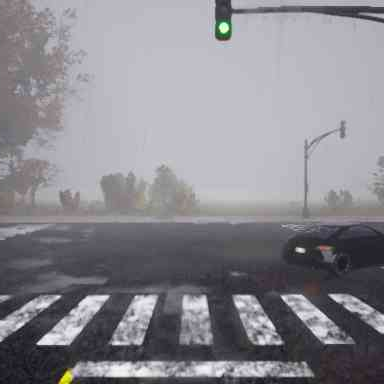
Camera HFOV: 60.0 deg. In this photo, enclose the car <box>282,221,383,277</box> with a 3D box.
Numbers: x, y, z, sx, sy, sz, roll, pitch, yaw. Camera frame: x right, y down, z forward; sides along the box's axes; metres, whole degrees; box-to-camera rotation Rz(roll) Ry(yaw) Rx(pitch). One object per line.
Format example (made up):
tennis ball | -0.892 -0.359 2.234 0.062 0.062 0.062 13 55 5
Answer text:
car | 4.910 1.637 10.563 4.181 1.385 1.994 0 0 -28
